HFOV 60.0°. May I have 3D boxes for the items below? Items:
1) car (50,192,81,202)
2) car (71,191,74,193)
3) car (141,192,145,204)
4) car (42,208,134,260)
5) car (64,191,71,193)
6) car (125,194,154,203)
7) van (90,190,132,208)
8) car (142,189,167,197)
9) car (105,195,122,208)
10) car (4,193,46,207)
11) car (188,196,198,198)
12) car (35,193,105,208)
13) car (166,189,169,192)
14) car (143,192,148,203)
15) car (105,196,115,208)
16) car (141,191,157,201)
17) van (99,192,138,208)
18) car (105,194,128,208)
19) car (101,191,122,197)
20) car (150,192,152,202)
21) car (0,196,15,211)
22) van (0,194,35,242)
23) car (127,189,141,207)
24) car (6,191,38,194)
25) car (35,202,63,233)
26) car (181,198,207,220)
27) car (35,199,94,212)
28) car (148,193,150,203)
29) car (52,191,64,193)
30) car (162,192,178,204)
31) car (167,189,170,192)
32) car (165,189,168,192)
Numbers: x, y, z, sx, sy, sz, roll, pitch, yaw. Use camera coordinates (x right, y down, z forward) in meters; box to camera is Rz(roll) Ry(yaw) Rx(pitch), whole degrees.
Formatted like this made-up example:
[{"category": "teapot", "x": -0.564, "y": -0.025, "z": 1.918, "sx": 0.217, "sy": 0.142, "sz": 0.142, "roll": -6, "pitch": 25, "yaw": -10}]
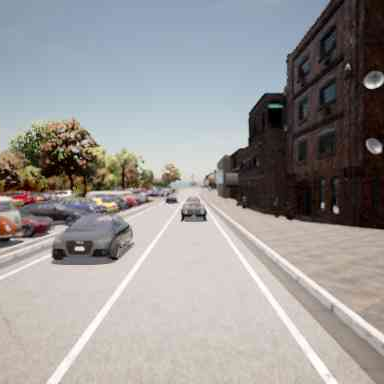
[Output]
[{"category": "car", "x": -22.226, "y": 0.903, "z": 58.488, "sx": 4.553, "sy": 1.767, "sz": 2.185, "roll": 0, "pitch": 1, "yaw": 0}, {"category": "car", "x": -22.302, "y": 0.802, "z": 55.702, "sx": 5.566, "sy": 2.045, "sz": 2.435, "roll": 0, "pitch": 1, "yaw": 0}, {"category": "car", "x": -9.251, "y": 1.157, "z": 44.493, "sx": 4.892, "sy": 1.521, "sz": 2.231, "roll": 0, "pitch": 1, "yaw": 0}, {"category": "car", "x": -3.338, "y": 1.478, "z": 11.862, "sx": 1.994, "sy": 1.385, "sz": 4.181, "roll": 0, "pitch": 0, "yaw": 0}, {"category": "car", "x": -22.321, "y": 0.954, "z": 52.793, "sx": 4.553, "sy": 1.767, "sz": 2.185, "roll": 0, "pitch": 1, "yaw": 0}, {"category": "car", "x": -9.193, "y": 1.073, "z": 58.267, "sx": 4.674, "sy": 1.452, "sz": 2.002, "roll": -1, "pitch": 1, "yaw": 1}, {"category": "van", "x": -9.189, "y": 1.005, "z": 36.141, "sx": 4.442, "sy": 1.987, "sz": 1.878, "roll": 0, "pitch": 1, "yaw": 0}, {"category": "car", "x": -9.263, "y": 0.657, "z": 81.599, "sx": 4.792, "sy": 1.488, "sz": 2.163, "roll": 0, "pitch": 1, "yaw": 0}, {"category": "car", "x": -9.524, "y": 1.277, "z": 30.578, "sx": 5.366, "sy": 1.575, "sz": 1.946, "roll": 0, "pitch": 0, "yaw": 0}, {"category": "car", "x": -22.306, "y": 1.028, "z": 44.563, "sx": 4.553, "sy": 1.767, "sz": 2.185, "roll": 0, "pitch": 1, "yaw": 0}, {"category": "car", "x": 0.174, "y": 1.223, "z": 41.306, "sx": 1.994, "sy": 1.385, "sz": 4.181, "roll": 0, "pitch": 1, "yaw": 0}, {"category": "car", "x": -9.339, "y": 1.202, "z": 25.009, "sx": 4.553, "sy": 1.767, "sz": 2.185, "roll": 0, "pitch": 0, "yaw": 0}, {"category": "car", "x": -9.189, "y": 0.606, "z": 87.251, "sx": 4.674, "sy": 1.452, "sz": 2.002, "roll": 0, "pitch": 1, "yaw": 0}, {"category": "car", "x": -9.213, "y": 1.161, "z": 47.276, "sx": 4.792, "sy": 1.488, "sz": 2.163, "roll": 0, "pitch": 1, "yaw": 0}, {"category": "car", "x": -9.360, "y": 1.305, "z": 27.795, "sx": 4.892, "sy": 1.521, "sz": 2.231, "roll": 0, "pitch": 0, "yaw": 0}, {"category": "car", "x": -9.008, "y": 1.053, "z": 55.624, "sx": 5.366, "sy": 1.575, "sz": 1.946, "roll": 0, "pitch": 1, "yaw": 0}, {"category": "van", "x": -9.158, "y": 0.956, "z": 41.583, "sx": 4.442, "sy": 1.987, "sz": 1.878, "roll": 0, "pitch": 1, "yaw": 0}, {"category": "car", "x": -9.316, "y": 1.257, "z": 33.360, "sx": 4.892, "sy": 1.521, "sz": 2.231, "roll": 0, "pitch": 0, "yaw": 0}, {"category": "car", "x": -21.737, "y": 0.534, "z": 90.021, "sx": 5.008, "sy": 1.535, "sz": 2.097, "roll": 0, "pitch": 1, "yaw": 0}, {"category": "car", "x": -9.239, "y": 1.111, "z": 52.843, "sx": 4.792, "sy": 1.488, "sz": 2.163, "roll": 0, "pitch": 1, "yaw": 0}, {"category": "car", "x": -22.391, "y": 1.228, "z": 36.211, "sx": 5.008, "sy": 1.535, "sz": 2.097, "roll": 0, "pitch": 0, "yaw": 0}, {"category": "van", "x": -9.318, "y": 1.192, "z": 13.813, "sx": 4.442, "sy": 1.987, "sz": 1.878, "roll": 0, "pitch": 0, "yaw": 0}, {"category": "car", "x": -9.262, "y": 0.955, "z": 38.924, "sx": 5.566, "sy": 2.045, "sz": 2.435, "roll": 0, "pitch": 1, "yaw": 0}, {"category": "car", "x": -22.382, "y": 0.928, "z": 41.653, "sx": 5.566, "sy": 2.045, "sz": 2.435, "roll": 0, "pitch": 1, "yaw": 0}, {"category": "car", "x": -9.389, "y": 1.425, "z": 16.661, "sx": 4.792, "sy": 1.488, "sz": 2.163, "roll": 0, "pitch": 0, "yaw": 0}, {"category": "car", "x": 0.138, "y": 1.402, "z": 25.744, "sx": 1.895, "sy": 1.301, "sz": 4.718, "roll": 0, "pitch": 0, "yaw": 0}, {"category": "car", "x": -9.389, "y": 1.390, "z": 22.228, "sx": 4.674, "sy": 1.452, "sz": 2.002, "roll": 0, "pitch": 0, "yaw": 0}, {"category": "car", "x": -9.228, "y": 1.146, "z": 50.059, "sx": 4.674, "sy": 1.452, "sz": 2.002, "roll": 0, "pitch": 1, "yaw": 0}, {"category": "car", "x": -22.337, "y": 0.979, "z": 50.008, "sx": 4.553, "sy": 1.767, "sz": 2.185, "roll": 0, "pitch": 1, "yaw": 0}, {"category": "car", "x": -3.221, "y": 1.146, "z": 53.077, "sx": 1.895, "sy": 1.301, "sz": 4.718, "roll": 0, "pitch": 1, "yaw": 1}, {"category": "car", "x": -9.347, "y": 0.533, "z": 90.078, "sx": 5.366, "sy": 1.575, "sz": 1.946, "roll": 0, "pitch": 1, "yaw": 0}, {"category": "car", "x": -9.212, "y": 0.637, "z": 84.426, "sx": 4.674, "sy": 1.452, "sz": 2.002, "roll": 0, "pitch": 1, "yaw": 0}]
